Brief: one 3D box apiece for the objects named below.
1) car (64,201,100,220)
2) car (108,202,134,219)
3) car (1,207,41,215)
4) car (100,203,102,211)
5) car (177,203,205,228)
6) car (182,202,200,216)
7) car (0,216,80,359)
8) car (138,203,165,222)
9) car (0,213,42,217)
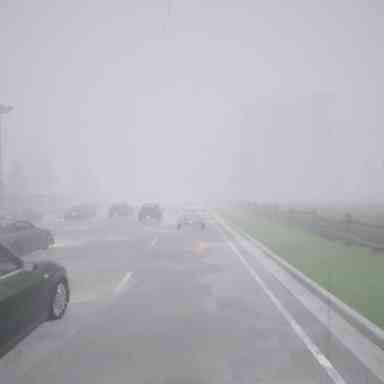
[{"bbox_3d":[-10.531,1.908,31.528,1.994,1.385,4.181,-1,0,0],"label":"car"},{"bbox_3d":[-7.045,1.813,33.379,1.837,1.490,4.892,-1,0,0],"label":"car"},{"bbox_3d":[-14.003,1.932,27.407,1.994,1.385,4.181,-1,0,0],"label":"car"},{"bbox_3d":[-14.175,1.998,47.016,1.837,1.490,4.892,-1,0,-1],"label":"car"},{"bbox_3d":[-0.073,1.671,23.125,1.812,1.442,4.674,-1,0,0],"label":"car"},{"bbox_3d":[-0.126,1.835,37.481,1.895,1.301,4.718,-1,0,0],"label":"car"},{"bbox_3d":[-3.414,1.429,4.605,2.097,1.767,4.553,-1,0,0],"label":"car"},{"bbox_3d":[-3.514,1.736,29.018,1.837,1.490,4.892,-1,0,0],"label":"car"},{"bbox_3d":[-6.943,1.741,12.641,1.994,1.385,4.181,-1,0,0],"label":"car"}]
